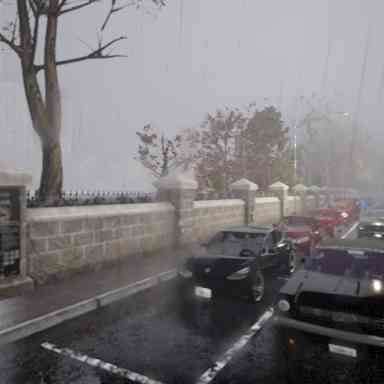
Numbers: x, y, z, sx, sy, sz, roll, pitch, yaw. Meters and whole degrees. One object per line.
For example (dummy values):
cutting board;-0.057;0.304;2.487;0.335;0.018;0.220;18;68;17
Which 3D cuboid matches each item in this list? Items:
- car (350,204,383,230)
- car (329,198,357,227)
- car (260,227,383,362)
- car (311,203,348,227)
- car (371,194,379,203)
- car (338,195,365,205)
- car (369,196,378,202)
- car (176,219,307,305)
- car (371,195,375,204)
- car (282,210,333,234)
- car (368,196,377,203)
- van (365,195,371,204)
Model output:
car;9.631;1.550;17.092;2.033;1.411;5.357;0;0;31
car;9.903;1.449;22.847;1.967;1.590;4.097;0;0;31
car;2.928;1.601;5.922;1.895;1.301;4.718;0;0;30
car;7.043;1.547;18.000;1.887;1.381;4.507;0;0;31
car;32.788;1.395;61.645;2.192;1.841;5.009;0;0;31
car;12.763;1.332;27.698;2.192;1.841;5.009;0;0;31
car;44.229;1.679;81.042;1.887;1.381;4.507;0;0;31
car;1.323;1.566;8.302;1.947;1.339;4.313;0;0;31
car;27.066;1.625;51.946;1.947;1.339;4.313;0;0;31
car;4.183;1.582;13.152;1.802;1.307;4.206;0;0;31
car;41.369;1.702;76.193;1.802;1.307;4.206;0;0;31
van;21.345;1.383;42.247;1.690;1.788;3.998;0;0;31
